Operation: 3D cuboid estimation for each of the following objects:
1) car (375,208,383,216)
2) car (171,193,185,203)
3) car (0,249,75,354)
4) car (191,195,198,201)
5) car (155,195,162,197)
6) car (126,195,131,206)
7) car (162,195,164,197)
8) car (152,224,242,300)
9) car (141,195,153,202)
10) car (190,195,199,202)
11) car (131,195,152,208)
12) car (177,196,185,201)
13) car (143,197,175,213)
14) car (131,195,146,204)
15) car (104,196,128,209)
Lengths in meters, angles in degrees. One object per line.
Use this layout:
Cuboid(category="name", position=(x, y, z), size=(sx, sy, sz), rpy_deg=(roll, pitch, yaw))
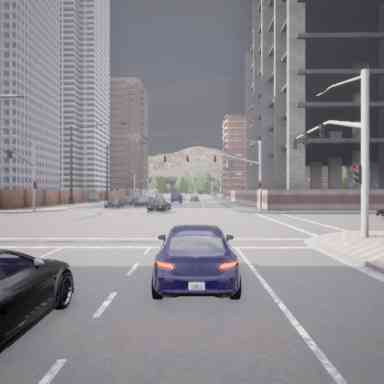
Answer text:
Cuboid(category="car", position=(18.365, 1.544, 27.691), size=(5.357, 1.411, 2.033), rpy_deg=(0, 0, 1))
Cuboid(category="car", position=(-3.026, 1.213, 66.936), size=(2.150, 2.045, 5.566), rpy_deg=(0, 0, 1))
Cuboid(category="car", position=(-3.424, 1.563, 5.194), size=(1.994, 1.385, 4.181), rpy_deg=(0, 0, 1))
Cuboid(category="car", position=(0.750, 1.514, 85.966), size=(1.812, 1.442, 4.674), rpy_deg=(0, 0, 1))
Cuboid(category="car", position=(-6.874, 1.594, 57.372), size=(1.895, 1.301, 4.718), rpy_deg=(0, 0, 1))
Cuboid(category="car", position=(-10.447, 1.345, 54.091), size=(2.097, 1.767, 4.553), rpy_deg=(0, 0, 1))
Cuboid(category="car", position=(-6.629, 1.344, 67.179), size=(2.097, 1.767, 4.553), rpy_deg=(0, 0, 1))
Cuboid(category="car", position=(0.101, 1.525, 8.273), size=(1.812, 1.442, 4.674), rpy_deg=(0, 0, 0))
Cuboid(category="car", position=(-9.973, 1.464, 74.397), size=(1.882, 1.535, 5.008), rpy_deg=(0, 0, 1))
Cuboid(category="car", position=(0.552, 1.516, 75.572), size=(2.128, 1.511, 4.902), rpy_deg=(0, 0, 1))
Cuboid(category="car", position=(-7.059, 1.472, 48.029), size=(1.882, 1.535, 5.008), rpy_deg=(0, 0, 1))
Cuboid(category="car", position=(-2.753, 1.585, 85.827), size=(1.895, 1.301, 4.718), rpy_deg=(0, 0, 1))
Cuboid(category="car", position=(-3.625, 1.596, 37.342), size=(1.895, 1.301, 4.718), rpy_deg=(0, 0, 8))
Cuboid(category="car", position=(-10.214, 1.470, 64.220), size=(1.882, 1.535, 5.008), rpy_deg=(0, 0, 2))
Cuboid(category="car", position=(-10.600, 1.558, 45.531), size=(1.994, 1.385, 4.181), rpy_deg=(0, 0, 1))
